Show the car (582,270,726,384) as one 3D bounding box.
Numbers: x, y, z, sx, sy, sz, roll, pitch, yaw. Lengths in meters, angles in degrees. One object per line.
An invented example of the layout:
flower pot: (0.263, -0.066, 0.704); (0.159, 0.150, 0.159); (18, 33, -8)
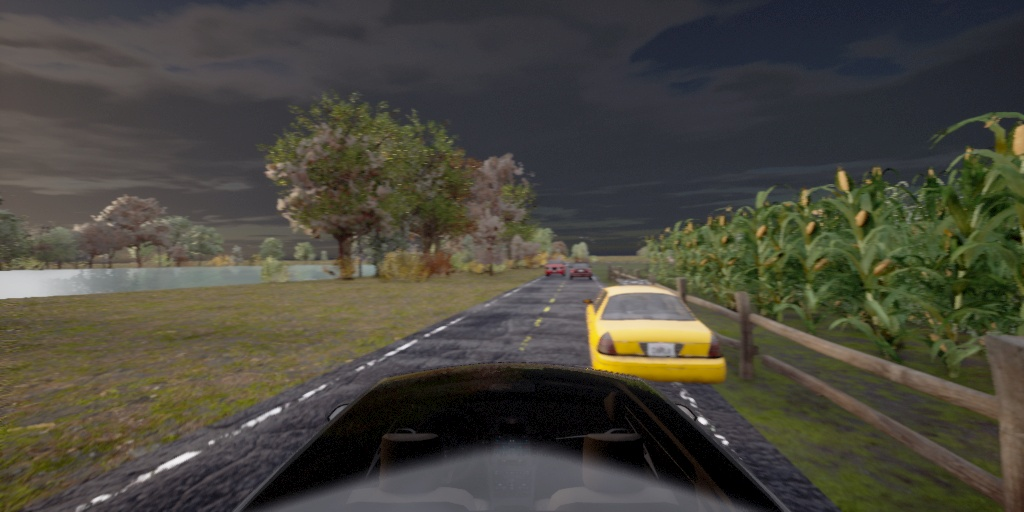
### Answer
car: (2.431, 1.227, 7.242); (1.801, 1.575, 5.366); (-1, -1, 11)

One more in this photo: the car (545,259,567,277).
car: (5.134, 1.364, 41.955); (2.150, 2.045, 5.566); (-1, -1, 11)

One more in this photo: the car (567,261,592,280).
car: (6.713, 1.380, 35.000); (2.097, 1.767, 4.553); (-1, -1, 11)
